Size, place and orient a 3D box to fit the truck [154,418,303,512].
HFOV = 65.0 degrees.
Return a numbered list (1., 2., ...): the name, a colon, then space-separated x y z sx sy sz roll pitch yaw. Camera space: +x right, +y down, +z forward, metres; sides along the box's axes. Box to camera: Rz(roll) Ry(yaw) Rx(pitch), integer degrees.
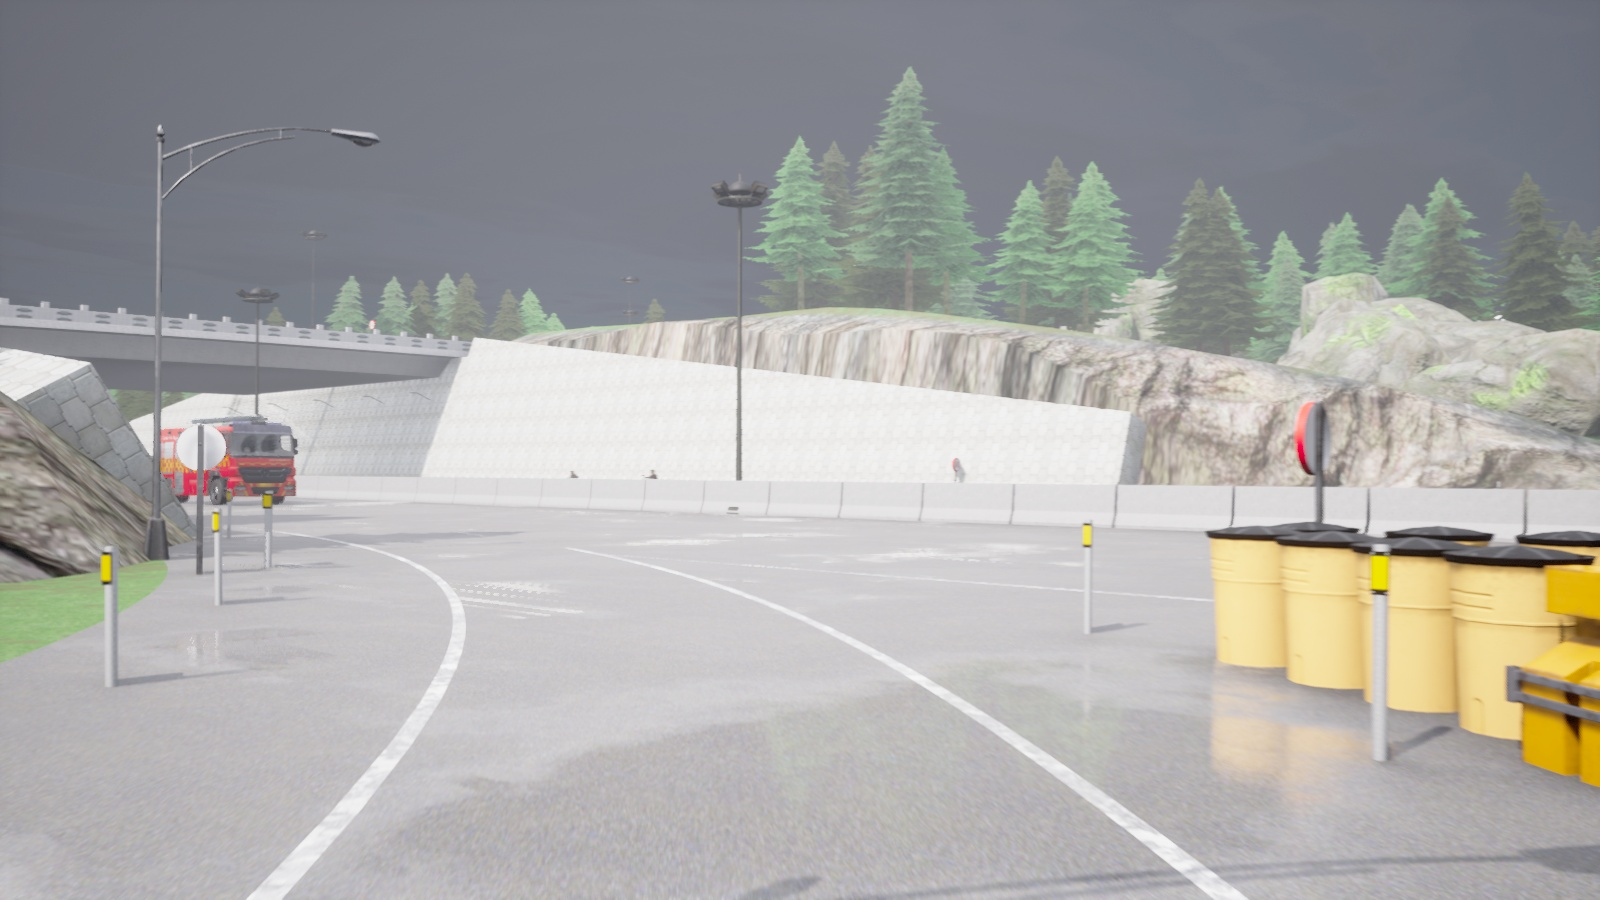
1. truck: -25.138 0.667 55.032 8.468 3.827 2.891 -1 -1 43
